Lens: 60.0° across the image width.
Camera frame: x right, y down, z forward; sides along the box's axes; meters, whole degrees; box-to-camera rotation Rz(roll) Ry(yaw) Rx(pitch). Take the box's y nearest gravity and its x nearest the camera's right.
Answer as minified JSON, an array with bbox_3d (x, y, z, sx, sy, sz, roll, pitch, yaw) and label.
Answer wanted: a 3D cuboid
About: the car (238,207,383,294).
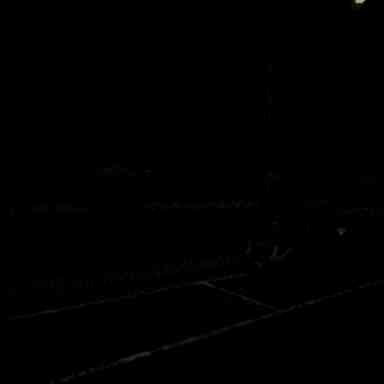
[{"bbox_3d":[3.556,1.359,9.079,5.009,1.841,2.192,0,0,-36],"label":"car"}]
